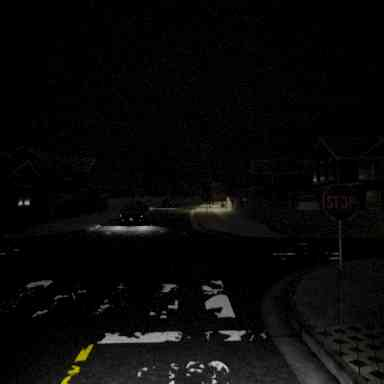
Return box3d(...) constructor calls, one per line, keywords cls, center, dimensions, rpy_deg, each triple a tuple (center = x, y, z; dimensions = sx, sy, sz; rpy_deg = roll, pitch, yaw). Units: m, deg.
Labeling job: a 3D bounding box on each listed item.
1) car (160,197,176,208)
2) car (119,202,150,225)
box3d(cls="car", center=(-3.616, 1.565, 50.685), dimensions=(1.837, 1.490, 4.892), rpy_deg=(-1, 0, 5))
box3d(cls="car", center=(-4.153, 1.566, 24.599), dimensions=(1.837, 1.490, 4.892), rpy_deg=(0, 0, -2))
